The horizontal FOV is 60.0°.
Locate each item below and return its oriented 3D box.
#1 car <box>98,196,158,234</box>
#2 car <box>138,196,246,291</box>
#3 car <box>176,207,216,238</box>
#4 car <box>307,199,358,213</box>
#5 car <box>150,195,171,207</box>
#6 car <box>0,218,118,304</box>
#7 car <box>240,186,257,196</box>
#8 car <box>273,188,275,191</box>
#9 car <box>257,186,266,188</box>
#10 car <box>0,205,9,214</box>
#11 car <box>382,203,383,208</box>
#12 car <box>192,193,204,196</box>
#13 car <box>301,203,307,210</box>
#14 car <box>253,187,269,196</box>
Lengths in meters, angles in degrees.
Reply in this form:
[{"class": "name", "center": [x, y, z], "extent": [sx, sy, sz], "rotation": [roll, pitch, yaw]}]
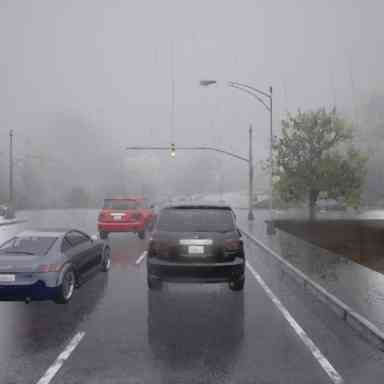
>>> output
[{"class": "car", "center": [-3.287, 1.260, 17.614], "extent": [2.150, 2.045, 5.566], "rotation": [0, 0, 1]}, {"class": "car", "center": [0.100, 1.234, 9.215], "extent": [2.150, 2.045, 5.566], "rotation": [0, 0, 0]}, {"class": "car", "center": [0.252, 1.606, 18.712], "extent": [1.994, 1.385, 4.181], "rotation": [0, 0, 2]}, {"class": "car", "center": [15.967, 1.646, 37.556], "extent": [4.718, 1.301, 1.895], "rotation": [-1, 0, 3]}, {"class": "car", "center": [-5.391, 1.467, 56.892], "extent": [2.097, 1.767, 4.553], "rotation": [0, 1, 16]}, {"class": "car", "center": [-3.408, 1.574, 8.211], "extent": [1.994, 1.385, 4.181], "rotation": [0, 0, 2]}, {"class": "car", "center": [13.942, 0.093, 84.488], "extent": [2.097, 1.767, 4.553], "rotation": [0, 3, 33]}, {"class": "car", "center": [23.217, -0.477, 92.003], "extent": [2.033, 1.411, 5.357], "rotation": [0, 3, 37]}, {"class": "car", "center": [19.620, -0.763, 93.023], "extent": [2.150, 2.045, 5.566], "rotation": [0, 3, 37]}, {"class": "car", "center": [-22.438, 1.741, 36.034], "extent": [4.902, 1.511, 2.128], "rotation": [-1, 0, 2]}, {"class": "car", "center": [25.866, 1.350, 40.497], "extent": [4.892, 1.490, 1.837], "rotation": [-2, 0, 3]}, {"class": "car", "center": [1.164, 1.076, 75.200], "extent": [2.128, 1.511, 4.902], "rotation": [0, 2, 23]}, {"class": "car", "center": [16.072, 1.549, 41.056], "extent": [4.902, 1.511, 2.128], "rotation": [-1, 0, 3]}, {"class": "car", "center": [17.511, 0.264, 83.616], "extent": [1.895, 1.301, 4.718], "rotation": [0, 3, 33]}]
